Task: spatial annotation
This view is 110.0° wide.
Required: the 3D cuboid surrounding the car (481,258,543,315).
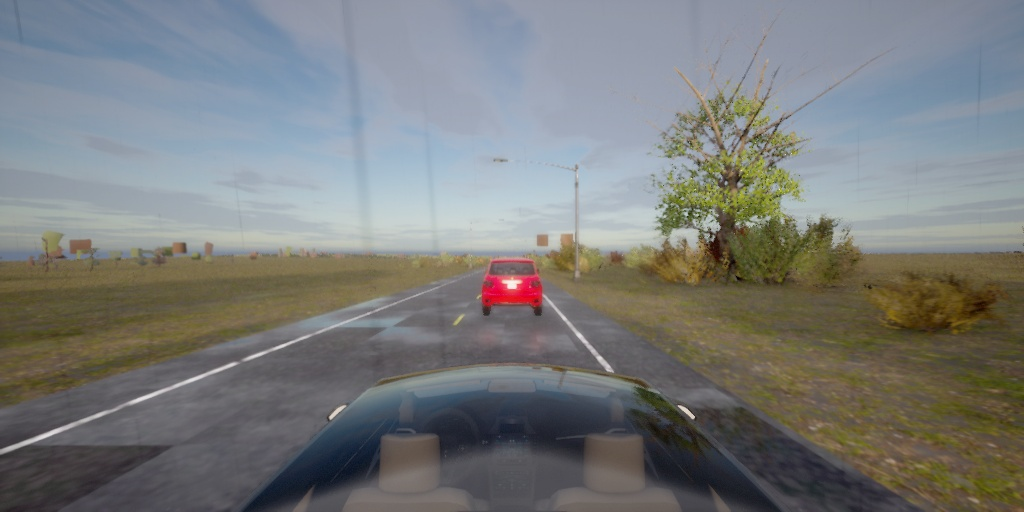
[{"bbox_3d":[0.013,1.092,14.434,2.150,2.045,5.566,0,0,0],"label":"car"}]
